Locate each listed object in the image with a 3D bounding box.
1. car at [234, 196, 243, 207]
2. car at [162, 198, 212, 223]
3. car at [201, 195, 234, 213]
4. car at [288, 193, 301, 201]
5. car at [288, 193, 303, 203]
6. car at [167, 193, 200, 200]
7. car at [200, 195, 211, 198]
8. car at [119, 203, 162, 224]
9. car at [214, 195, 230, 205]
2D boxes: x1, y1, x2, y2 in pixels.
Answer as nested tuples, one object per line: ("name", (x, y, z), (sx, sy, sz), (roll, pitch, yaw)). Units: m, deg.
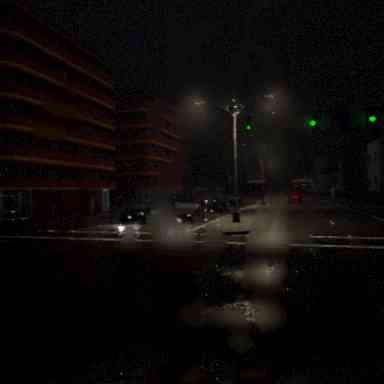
("car", (5.862, 1.240, 45.641), (1.882, 1.535, 5.008), (-1, 0, 16))
("car", (-0.213, 1.481, 25.036), (2.033, 1.411, 5.357), (-1, 0, 15))
("car", (2.649, 1.401, 34.695), (2.033, 1.411, 5.357), (-1, 0, 16))
("car", (19.497, 0.951, 63.452), (2.128, 1.511, 4.902), (-1, 0, 16))
("car", (16.758, 1.041, 53.745), (1.837, 1.490, 4.892), (-1, 0, 16))
("car", (-1.181, 1.146, 34.094), (2.150, 2.045, 5.566), (-1, 0, 16))
("car", (1.552, 1.201, 43.404), (2.097, 1.767, 4.553), (-1, 0, 16))
("car", (-3.800, 1.565, 25.120), (1.994, 1.385, 4.181), (-1, 0, 16))
("car", (5.014, 1.278, 55.068), (1.812, 1.442, 4.674), (-1, 0, 17))
